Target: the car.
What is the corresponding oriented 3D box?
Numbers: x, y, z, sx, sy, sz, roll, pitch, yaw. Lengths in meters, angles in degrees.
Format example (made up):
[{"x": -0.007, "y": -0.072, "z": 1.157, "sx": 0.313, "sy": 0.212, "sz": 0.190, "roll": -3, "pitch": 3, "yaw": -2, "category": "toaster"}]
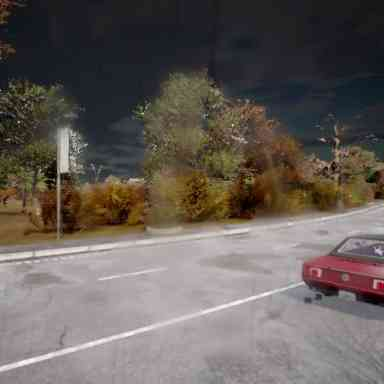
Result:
[{"x": 4.563, "y": 1.614, "z": 7.515, "sx": 4.718, "sy": 1.301, "sz": 1.895, "roll": 0, "pitch": 0, "yaw": -40, "category": "car"}]
